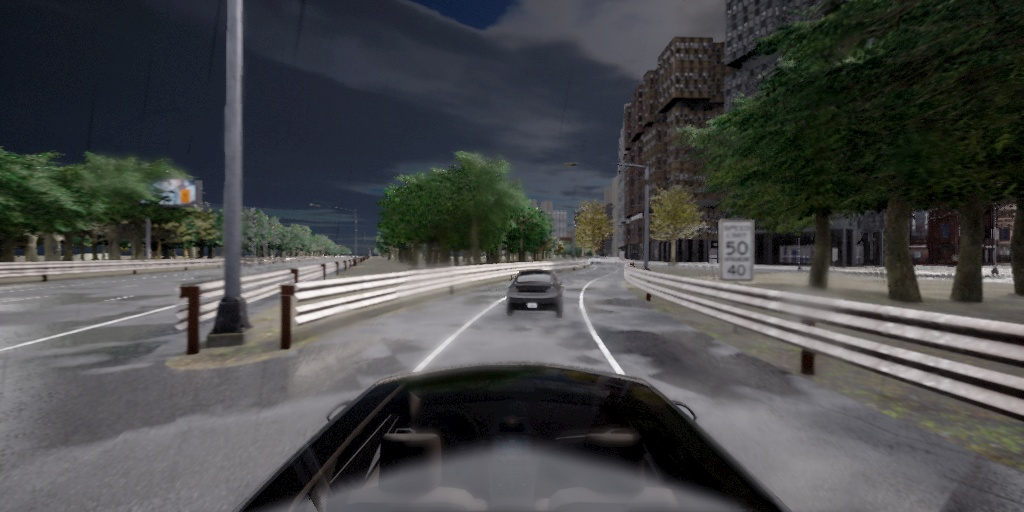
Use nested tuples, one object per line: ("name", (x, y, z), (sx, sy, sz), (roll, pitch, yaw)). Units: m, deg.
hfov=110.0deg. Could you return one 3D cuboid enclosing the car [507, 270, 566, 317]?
("car", (0.974, 1.257, 13.334), (1.837, 1.490, 4.892), (0, 0, 8))
